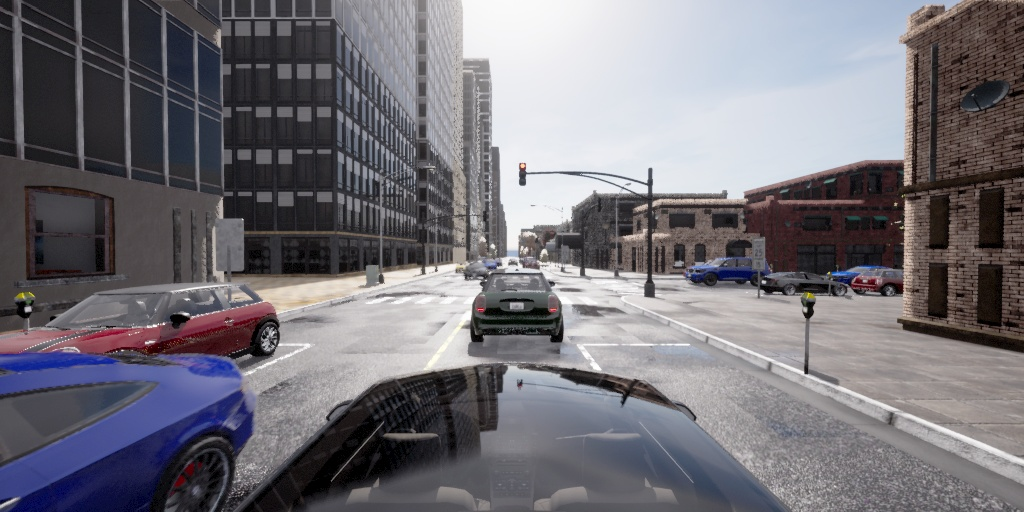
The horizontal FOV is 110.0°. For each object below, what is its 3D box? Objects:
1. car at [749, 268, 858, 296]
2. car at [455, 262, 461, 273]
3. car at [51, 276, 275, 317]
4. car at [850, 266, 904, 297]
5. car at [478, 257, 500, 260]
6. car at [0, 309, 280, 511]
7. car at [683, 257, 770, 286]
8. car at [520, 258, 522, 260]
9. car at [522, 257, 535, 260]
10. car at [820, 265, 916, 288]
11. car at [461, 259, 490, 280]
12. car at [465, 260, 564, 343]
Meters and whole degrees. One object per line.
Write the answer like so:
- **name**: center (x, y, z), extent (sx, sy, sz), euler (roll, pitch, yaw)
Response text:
- **car**: center (16.438, 1.547, 20.415), extent (4.313, 1.339, 1.948), euler (0, 0, 1)
- **car**: center (-5.768, 1.265, 43.350), extent (1.751, 1.417, 4.829), euler (0, 0, 0)
- **car**: center (-5.686, 1.189, 5.572), extent (1.967, 1.591, 4.097), euler (0, 0, 0)
- **car**: center (21.986, 1.474, 20.335), extent (4.097, 1.591, 1.967), euler (0, 0, 1)
- **car**: center (-3.031, 1.216, 47.649), extent (1.882, 1.535, 5.008), euler (0, 0, 0)
- **car**: center (-3.102, 1.276, 1.244), extent (1.812, 1.442, 4.674), euler (0, 0, 0)
- **car**: center (15.765, 1.105, 26.203), extent (5.566, 2.045, 2.150), euler (1, 1, 1)
- **car**: center (2.775, 1.052, 60.384), extent (2.192, 1.841, 5.009), euler (0, 0, 0)
- **car**: center (2.759, 1.179, 49.096), extent (1.967, 1.591, 4.097), euler (0, 0, 0)
- **car**: center (25.734, 1.456, 26.063), extent (5.008, 1.535, 1.882), euler (1, 1, 1)
- **car**: center (-3.056, 1.267, 31.400), extent (1.812, 1.442, 4.674), euler (0, 0, 0)
- **car**: center (0.147, 1.100, 9.871), extent (2.097, 1.767, 4.553), euler (0, 0, 1)
